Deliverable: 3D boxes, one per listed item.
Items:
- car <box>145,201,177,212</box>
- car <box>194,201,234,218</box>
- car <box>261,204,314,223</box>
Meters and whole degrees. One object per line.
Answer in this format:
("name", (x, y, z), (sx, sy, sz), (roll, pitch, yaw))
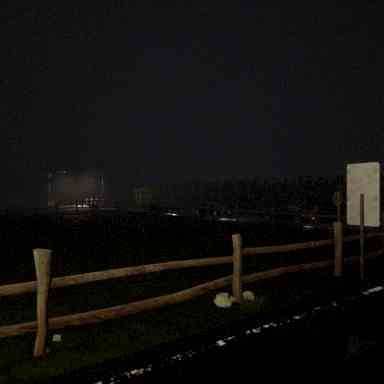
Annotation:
("car", (-4.068, 1.838, 42.023), (2.033, 1.411, 5.357), (0, 0, -36))
("car", (2.098, 1.707, 33.363), (1.837, 1.490, 4.892), (0, 0, -35))
("car", (7.414, 1.653, 25.884), (1.812, 1.442, 4.674), (0, 0, -35))
